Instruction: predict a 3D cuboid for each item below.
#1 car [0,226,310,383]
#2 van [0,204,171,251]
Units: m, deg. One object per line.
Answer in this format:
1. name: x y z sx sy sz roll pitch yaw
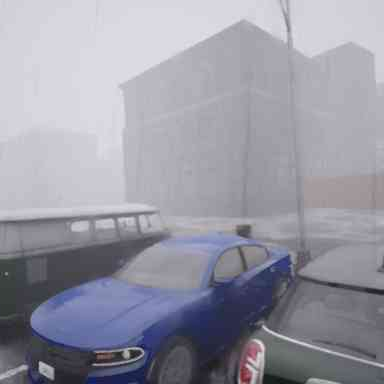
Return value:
1. car: 0.021 1.485 5.310 2.097 1.535 5.008 -1 0 35
2. van: -2.175 1.282 7.013 1.878 1.987 4.442 -1 -1 36
